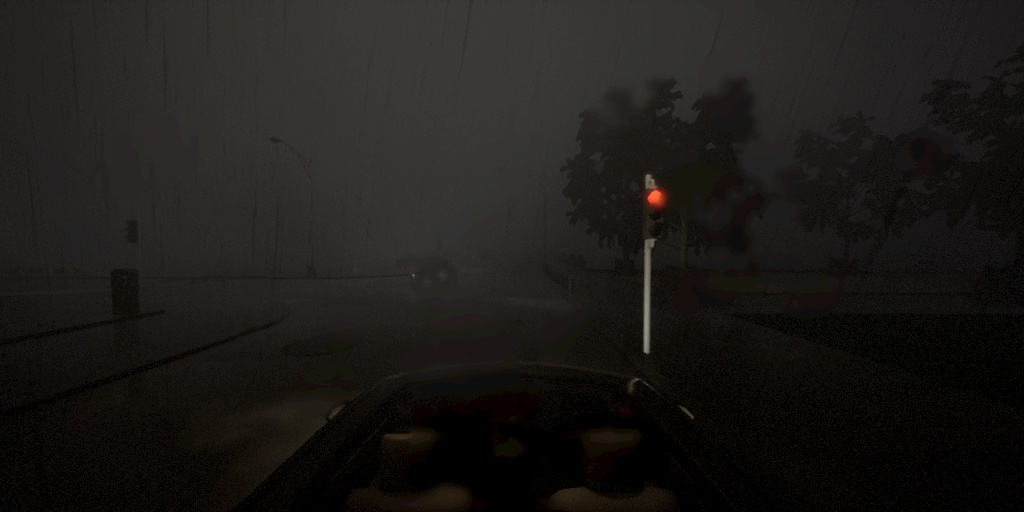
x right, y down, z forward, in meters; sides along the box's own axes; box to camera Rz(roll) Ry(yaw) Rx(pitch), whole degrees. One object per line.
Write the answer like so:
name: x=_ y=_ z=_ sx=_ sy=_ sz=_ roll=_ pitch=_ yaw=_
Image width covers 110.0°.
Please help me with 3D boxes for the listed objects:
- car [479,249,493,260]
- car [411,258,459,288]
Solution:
car: x=-3.935 y=-0.223 z=55.089 sx=1.837 sy=1.490 sz=4.892 roll=0 pitch=4 yaw=0
car: x=-3.960 y=0.855 z=19.131 sx=1.812 sy=1.442 sz=4.674 roll=0 pitch=2 yaw=0
